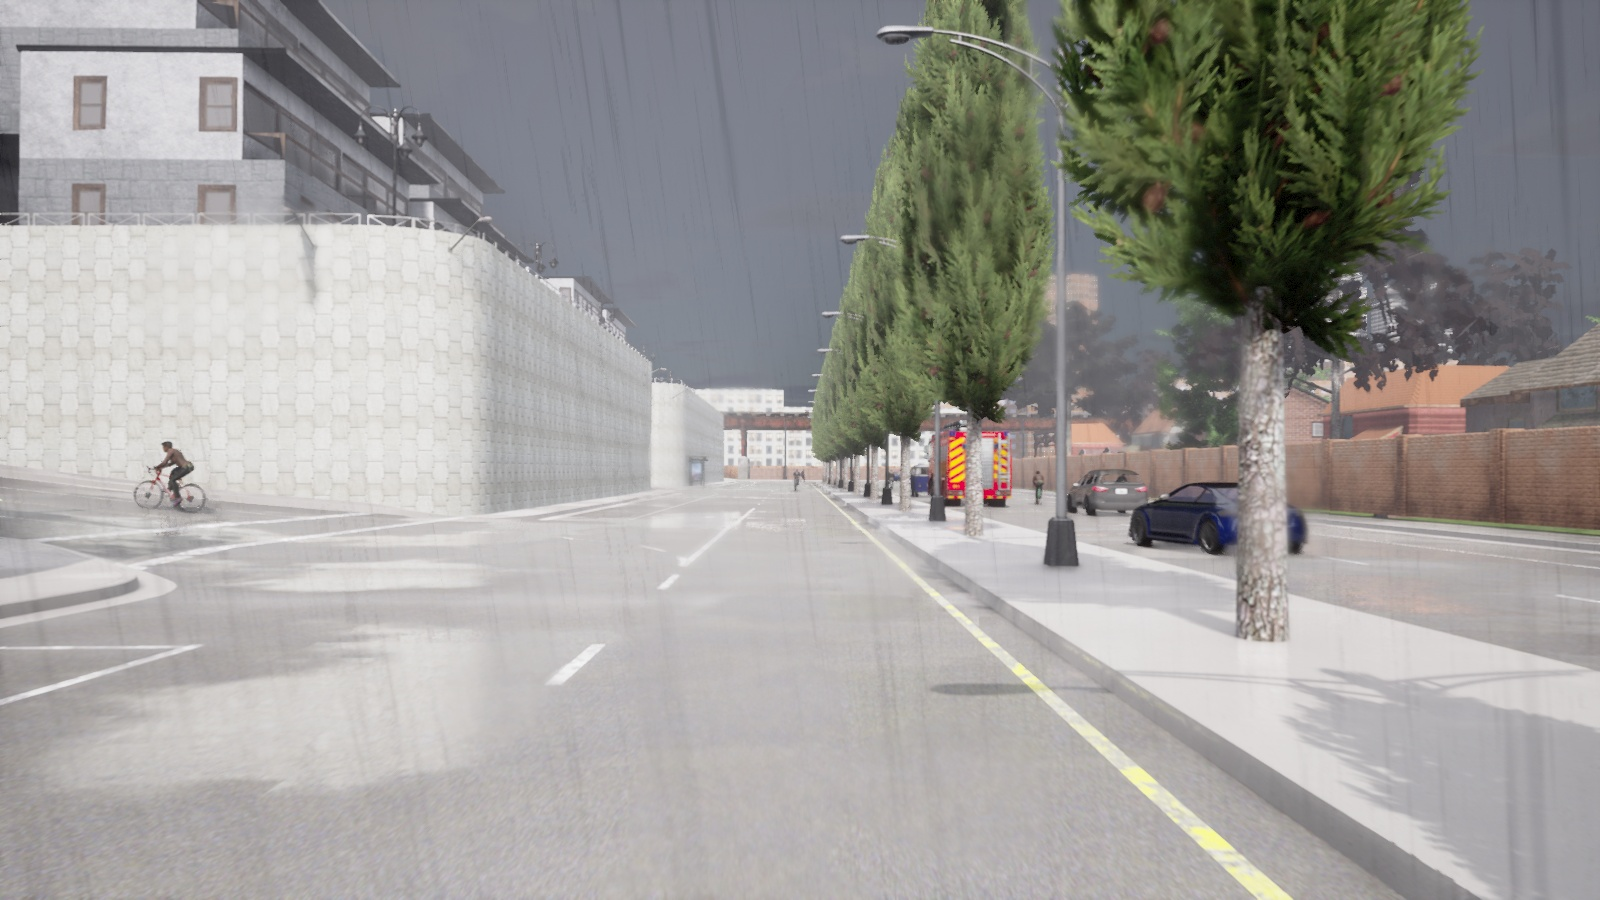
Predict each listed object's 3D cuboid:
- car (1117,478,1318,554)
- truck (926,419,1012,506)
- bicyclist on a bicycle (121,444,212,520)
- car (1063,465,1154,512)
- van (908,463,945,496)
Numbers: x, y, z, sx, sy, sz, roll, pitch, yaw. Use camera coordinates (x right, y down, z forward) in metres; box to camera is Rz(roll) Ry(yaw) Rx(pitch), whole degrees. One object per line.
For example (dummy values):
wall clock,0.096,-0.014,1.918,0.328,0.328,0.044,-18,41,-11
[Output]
car,8.344,1.273,25.547,1.994,1.385,4.181,0,-1,-13
truck,7.851,0.615,59.515,2.891,3.827,8.468,0,-1,0
bicyclist on a bicycle,-14.665,0.731,29.087,1.656,1.620,0.582,4,-1,-2
car,11.386,1.396,46.739,2.242,1.667,4.611,0,-1,0
van,7.810,1.839,77.817,1.775,1.987,4.442,0,-1,0
